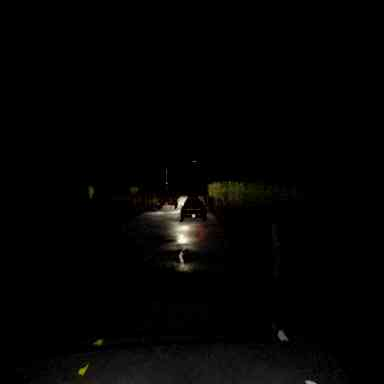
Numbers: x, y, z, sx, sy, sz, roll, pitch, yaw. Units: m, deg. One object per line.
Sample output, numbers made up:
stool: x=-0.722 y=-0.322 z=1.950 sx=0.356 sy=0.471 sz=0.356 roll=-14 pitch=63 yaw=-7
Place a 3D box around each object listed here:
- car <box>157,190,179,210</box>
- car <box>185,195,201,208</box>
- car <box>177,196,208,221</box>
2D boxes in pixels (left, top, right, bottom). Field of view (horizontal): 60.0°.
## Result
car: x=-2.733 y=0.817 z=38.553 sx=2.150 sy=2.045 sz=5.566 roll=0 pitch=1 yaw=0
car: x=0.118 y=1.181 z=41.389 sx=1.812 sy=1.442 sz=4.674 roll=0 pitch=1 yaw=0
car: x=0.111 y=1.309 z=24.768 sx=1.837 sy=1.490 sz=4.892 roll=0 pitch=1 yaw=0
